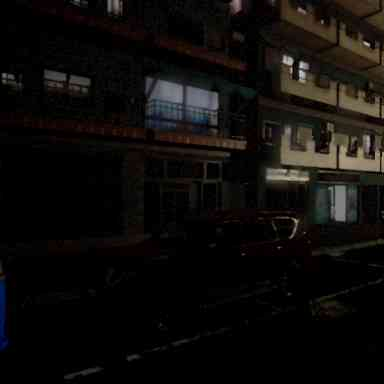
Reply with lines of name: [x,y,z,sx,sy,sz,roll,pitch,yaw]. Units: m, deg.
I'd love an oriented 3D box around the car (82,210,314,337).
car: [0.425,1.329,6.865,5.009,1.841,2.192,0,0,-35]

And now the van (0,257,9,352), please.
van: [-4.182,1.336,3.578,3.998,1.788,1.690,0,0,-35]
